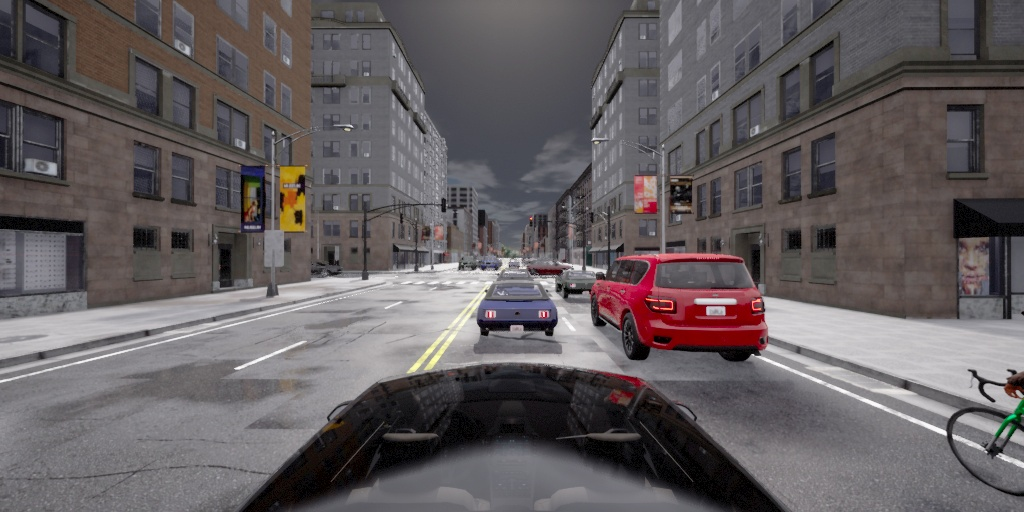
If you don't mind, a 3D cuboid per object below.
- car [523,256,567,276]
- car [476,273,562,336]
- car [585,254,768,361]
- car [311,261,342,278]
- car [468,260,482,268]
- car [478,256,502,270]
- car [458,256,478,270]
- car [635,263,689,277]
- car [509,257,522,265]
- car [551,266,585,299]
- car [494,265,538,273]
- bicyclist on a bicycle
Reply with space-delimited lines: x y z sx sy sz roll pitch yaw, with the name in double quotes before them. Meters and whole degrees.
"car" 3.577 1.111 33.639 4.553 1.767 2.097 0 0 0
"car" 0.129 1.352 10.346 1.895 1.301 4.718 0 0 0
"car" 3.346 0.973 8.421 2.150 2.045 5.566 0 0 2
"car" -18.622 1.240 33.777 4.892 1.490 1.837 0 0 1
"car" -6.359 1.335 61.457 1.994 1.385 4.181 0 0 0
"car" -3.134 0.990 51.751 2.150 2.045 5.566 0 0 2
"car" -6.408 0.990 52.051 2.150 2.045 5.566 0 0 0
"car" 15.185 1.411 36.474 4.718 1.301 1.895 0 0 0
"car" 0.320 1.319 64.796 2.033 1.411 5.357 0 0 0
"car" 3.307 1.355 18.189 1.895 1.301 4.718 0 0 0
"car" 0.161 1.355 19.450 1.895 1.301 4.718 0 0 0
"bicyclist on a bicycle" 4.148 1.203 2.606 0.582 1.620 1.656 0 0 0
